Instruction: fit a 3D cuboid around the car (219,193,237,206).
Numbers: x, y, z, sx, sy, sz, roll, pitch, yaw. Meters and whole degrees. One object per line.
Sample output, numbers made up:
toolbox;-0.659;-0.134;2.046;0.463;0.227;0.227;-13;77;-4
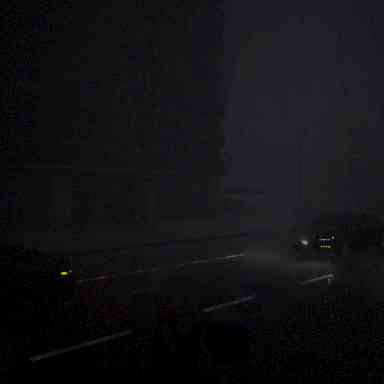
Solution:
car;4.460;1.158;50.825;2.150;2.045;5.566;0;0;-43

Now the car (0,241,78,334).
car;-4.230;1.525;5.190;4.674;1.442;1.812;0;0;-37

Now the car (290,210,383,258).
car;5.801;1.503;12.808;4.892;1.490;1.837;0;0;-37
